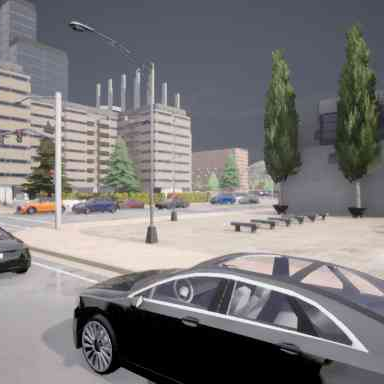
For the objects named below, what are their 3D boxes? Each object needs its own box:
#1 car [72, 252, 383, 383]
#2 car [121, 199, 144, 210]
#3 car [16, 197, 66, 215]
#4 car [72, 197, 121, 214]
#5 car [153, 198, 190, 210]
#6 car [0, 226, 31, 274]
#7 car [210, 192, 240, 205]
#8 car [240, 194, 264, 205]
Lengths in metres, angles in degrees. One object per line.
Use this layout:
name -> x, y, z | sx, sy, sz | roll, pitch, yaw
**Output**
car -> 0.548, 1.492, 3.888 | 4.902, 1.511, 2.128 | 0, 0, 38
car -> -8.122, 1.564, 42.496 | 1.994, 1.385, 4.181 | 0, 0, 41
car -> -15.447, 1.352, 34.148 | 2.097, 1.767, 4.553 | 0, 0, 42
car -> -10.185, 1.352, 34.775 | 2.097, 1.767, 4.553 | 0, 0, 41
car -> -2.541, 1.548, 43.584 | 2.033, 1.411, 5.357 | 0, 0, 41
car -> -6.354, 1.564, 9.511 | 4.181, 1.385, 1.994 | 0, 0, 40
car -> 5.421, 1.223, 58.027 | 2.150, 2.045, 5.566 | 0, 0, 41
car -> 9.935, 1.493, 57.850 | 2.128, 1.511, 4.902 | 0, 0, 41
